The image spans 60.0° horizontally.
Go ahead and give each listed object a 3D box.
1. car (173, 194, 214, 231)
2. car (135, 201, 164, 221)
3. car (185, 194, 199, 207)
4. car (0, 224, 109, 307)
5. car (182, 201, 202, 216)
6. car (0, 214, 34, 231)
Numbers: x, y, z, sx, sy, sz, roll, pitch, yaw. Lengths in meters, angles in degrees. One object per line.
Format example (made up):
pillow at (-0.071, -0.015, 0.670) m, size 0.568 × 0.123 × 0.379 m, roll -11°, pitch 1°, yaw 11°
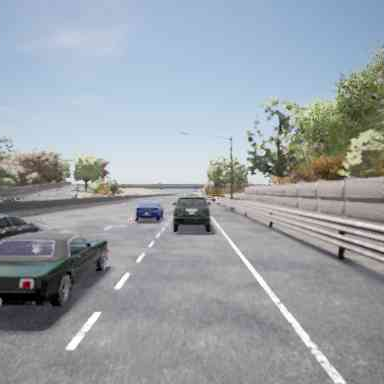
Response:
car at (-0.009, 1.239, 20.930) m, size 2.150 × 2.045 × 5.566 m, roll 0°, pitch 0°, yaw 0°
car at (-3.407, 1.506, 27.371) m, size 1.882 × 1.535 × 5.008 m, roll 0°, pitch 0°, yaw 0°
car at (-0.021, 1.313, 52.777) m, size 2.150 × 2.045 × 5.566 m, roll 0°, pitch 0°, yaw 0°
car at (-3.404, 1.604, 7.928) m, size 1.895 × 1.301 × 4.718 m, roll 0°, pitch 0°, yaw 0°
car at (-0.014, 1.643, 33.915) m, size 1.895 × 1.301 × 4.718 m, roll 0°, pitch 0°, yaw 0°
car at (-6.904, 1.511, 11.608) m, size 1.837 × 1.490 × 4.892 m, roll 0°, pitch 0°, yaw 0°
